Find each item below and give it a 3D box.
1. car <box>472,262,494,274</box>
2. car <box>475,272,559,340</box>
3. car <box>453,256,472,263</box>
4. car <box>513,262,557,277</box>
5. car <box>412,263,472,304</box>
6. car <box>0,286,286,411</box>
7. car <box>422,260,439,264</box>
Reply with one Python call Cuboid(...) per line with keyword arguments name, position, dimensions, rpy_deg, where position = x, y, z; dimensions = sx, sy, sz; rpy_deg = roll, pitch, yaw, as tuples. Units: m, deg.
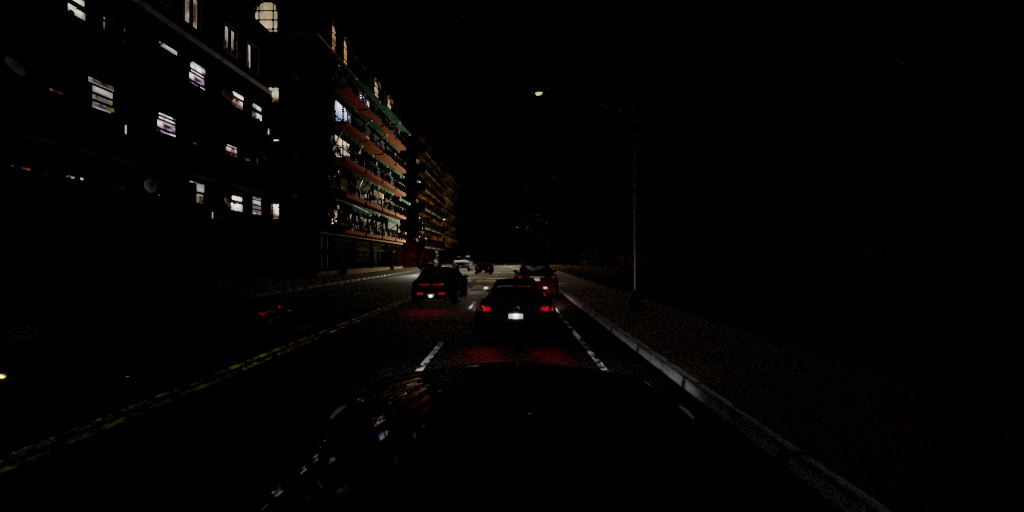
Cuboid(name="car", position=(-3.118, 1.352, 41.550), dimensions=(1.895, 1.301, 4.718), rpy_deg=(0, 0, 0))
Cuboid(name="car", position=(0.101, 1.315, 10.017), dimensions=(1.994, 1.385, 4.181), rpy_deg=(0, 0, 0))
Cuboid(name="car", position=(-6.561, 0.972, 48.121), dimensions=(2.150, 2.045, 5.566), rpy_deg=(0, 0, 0))
Cuboid(name="car", position=(1.150, 1.103, 18.596), dimensions=(2.097, 1.767, 4.553), rpy_deg=(0, 0, 0))
Cuboid(name="car", position=(-3.139, 1.258, 16.283), dimensions=(1.837, 1.490, 4.892), rpy_deg=(0, 0, 0))
Cuboid(name="car", position=(-6.598, 1.298, 6.636), dimensions=(2.033, 1.411, 5.357), rpy_deg=(0, 0, 0))
Cuboid(name="car", position=(-9.815, 1.243, 43.440), dimensions=(2.128, 1.511, 4.902), rpy_deg=(0, 0, 0))
